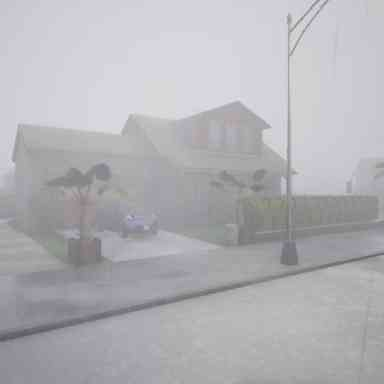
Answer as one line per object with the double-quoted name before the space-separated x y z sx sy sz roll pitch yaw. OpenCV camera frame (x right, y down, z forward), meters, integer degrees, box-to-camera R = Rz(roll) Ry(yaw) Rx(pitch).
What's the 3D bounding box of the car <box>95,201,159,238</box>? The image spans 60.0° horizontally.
"car" -3.022 1.174 15.291 1.845 1.501 3.633 0 0 -38
